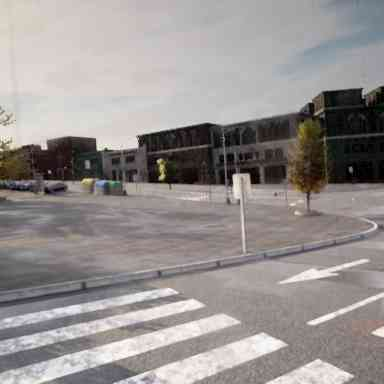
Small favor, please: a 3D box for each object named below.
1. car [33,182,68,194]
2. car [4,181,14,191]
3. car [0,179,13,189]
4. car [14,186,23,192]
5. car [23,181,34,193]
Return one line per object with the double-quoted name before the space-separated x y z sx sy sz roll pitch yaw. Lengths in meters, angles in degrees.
"car" -20.770 -0.623 50.024 2.163 1.488 4.792 1 6 17
"car" -27.936 -1.037 55.242 2.097 1.535 5.008 1 6 16
"car" -35.250 -1.384 60.226 2.231 1.521 4.892 1 6 14
"car" -25.536 -0.872 53.535 2.002 1.452 4.674 0 6 16
"car" -23.134 -0.786 51.808 2.231 1.521 4.892 1 6 17
